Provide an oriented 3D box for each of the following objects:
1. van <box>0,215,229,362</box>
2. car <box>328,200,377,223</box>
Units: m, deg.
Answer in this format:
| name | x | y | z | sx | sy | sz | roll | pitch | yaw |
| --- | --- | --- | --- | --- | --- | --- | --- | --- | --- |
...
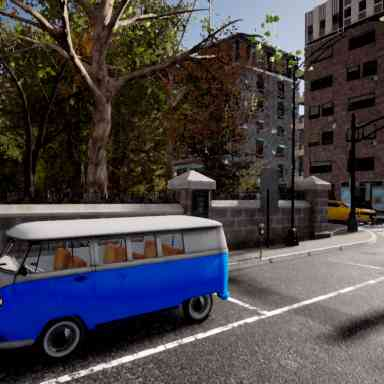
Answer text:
| name | x | y | z | sx | sy | sz | roll | pitch | yaw |
| --- | --- | --- | --- | --- | --- | --- | --- | --- | --- |
| van | -1.220 | 1.342 | 5.631 | 3.998 | 1.788 | 1.690 | 0 | 1 | -36 |
| car | 10.807 | 1.391 | 24.437 | 1.882 | 1.535 | 5.008 | 1 | 0 | -36 |
